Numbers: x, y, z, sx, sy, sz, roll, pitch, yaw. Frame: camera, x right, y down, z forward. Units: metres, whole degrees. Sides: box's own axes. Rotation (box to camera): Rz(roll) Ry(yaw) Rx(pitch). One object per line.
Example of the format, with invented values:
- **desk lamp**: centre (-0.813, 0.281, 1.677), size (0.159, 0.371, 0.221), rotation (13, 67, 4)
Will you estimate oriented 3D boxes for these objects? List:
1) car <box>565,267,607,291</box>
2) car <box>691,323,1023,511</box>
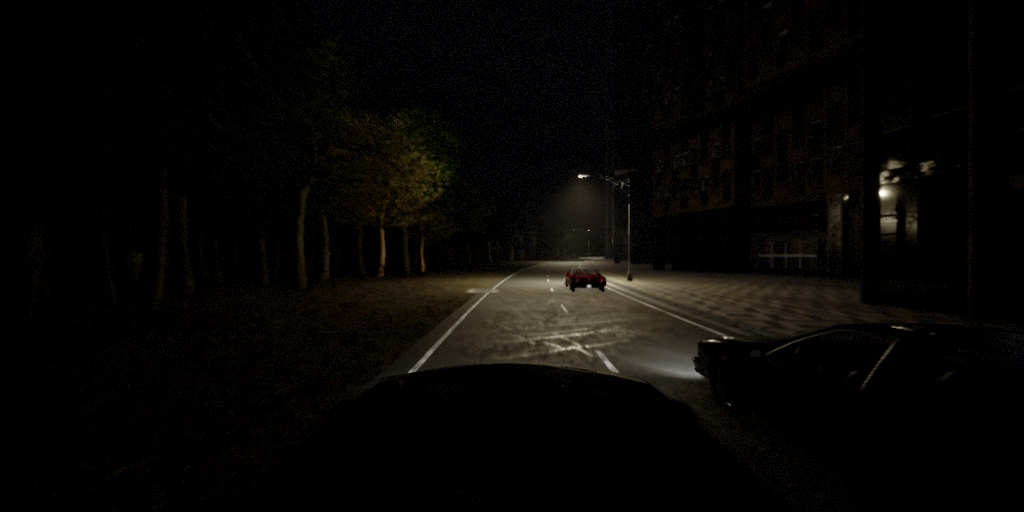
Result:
- **car**: centre (4.244, 1.325, 21.336), size (1.895, 1.301, 4.718), rotation (0, 0, 3)
- **car**: centre (3.623, 1.299, 2.962), size (2.033, 1.411, 5.357), rotation (0, 0, 0)
